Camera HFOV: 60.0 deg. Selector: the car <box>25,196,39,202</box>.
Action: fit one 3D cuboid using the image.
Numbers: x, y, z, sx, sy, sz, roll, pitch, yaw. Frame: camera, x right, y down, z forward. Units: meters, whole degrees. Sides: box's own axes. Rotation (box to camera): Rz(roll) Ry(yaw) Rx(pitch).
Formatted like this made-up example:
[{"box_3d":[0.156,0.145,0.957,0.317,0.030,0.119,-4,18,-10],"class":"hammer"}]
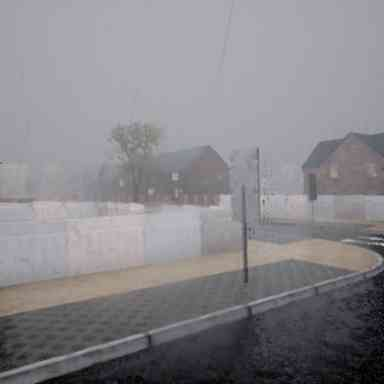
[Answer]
[{"box_3d":[-40.183,1.866,84.415,1.882,1.535,5.008,-3,1,-34],"class":"car"}]
